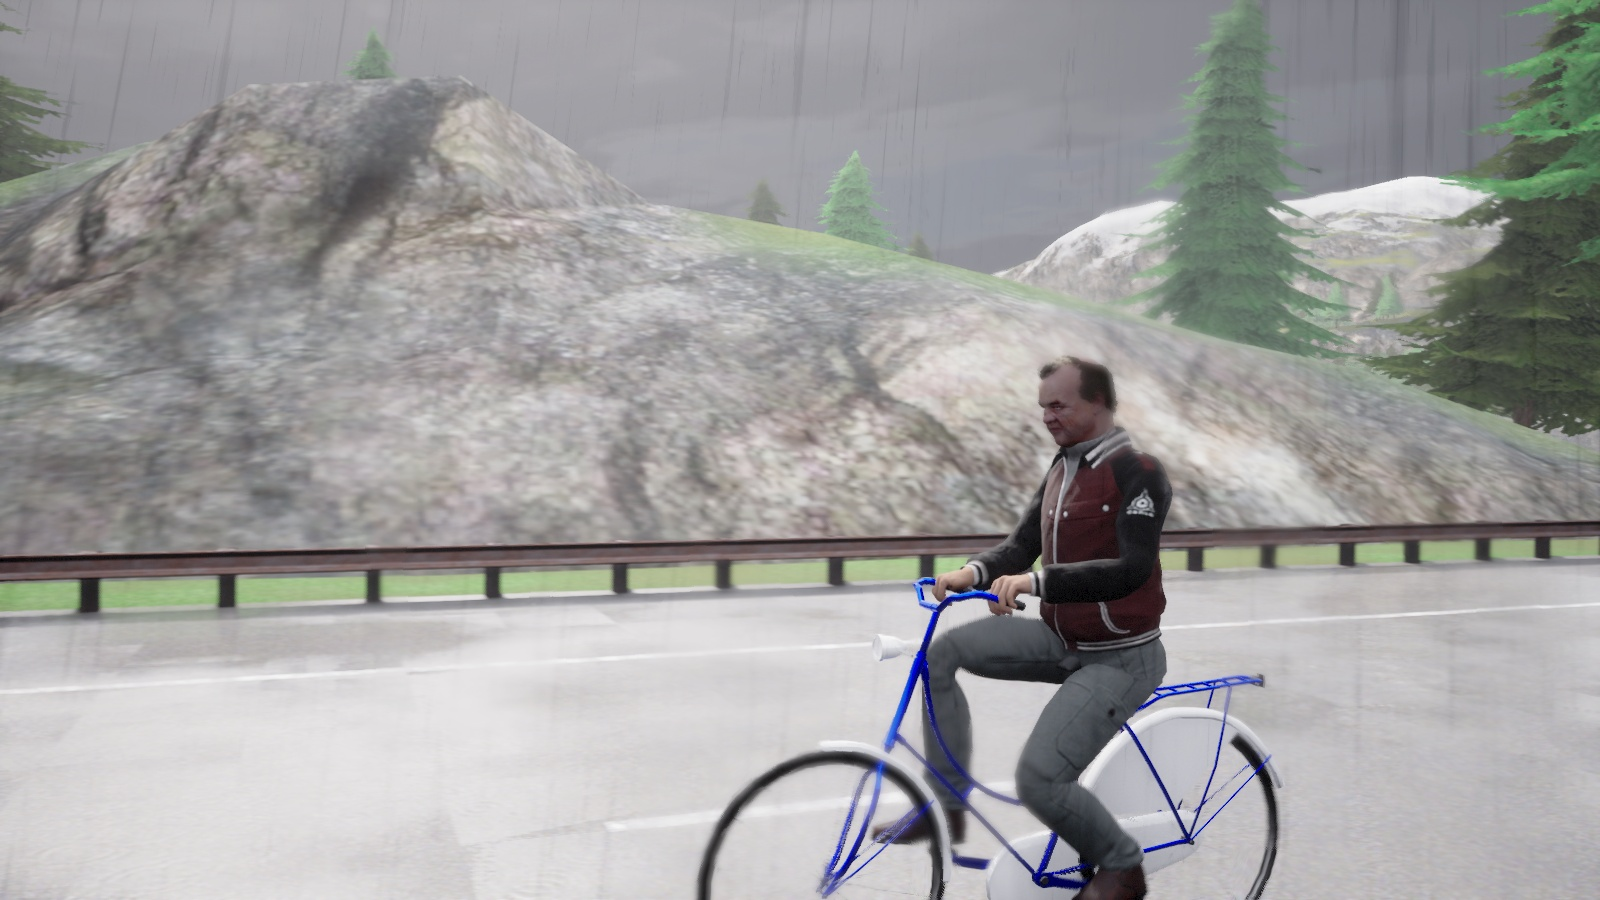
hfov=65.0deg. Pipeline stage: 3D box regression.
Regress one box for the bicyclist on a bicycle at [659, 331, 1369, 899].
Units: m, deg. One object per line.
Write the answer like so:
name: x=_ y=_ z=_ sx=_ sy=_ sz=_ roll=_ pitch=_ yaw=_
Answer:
bicyclist on a bicycle: x=0.598 y=0.606 z=3.465 sx=1.843 sy=1.776 sz=0.659 roll=-1 pitch=1 yaw=-21
